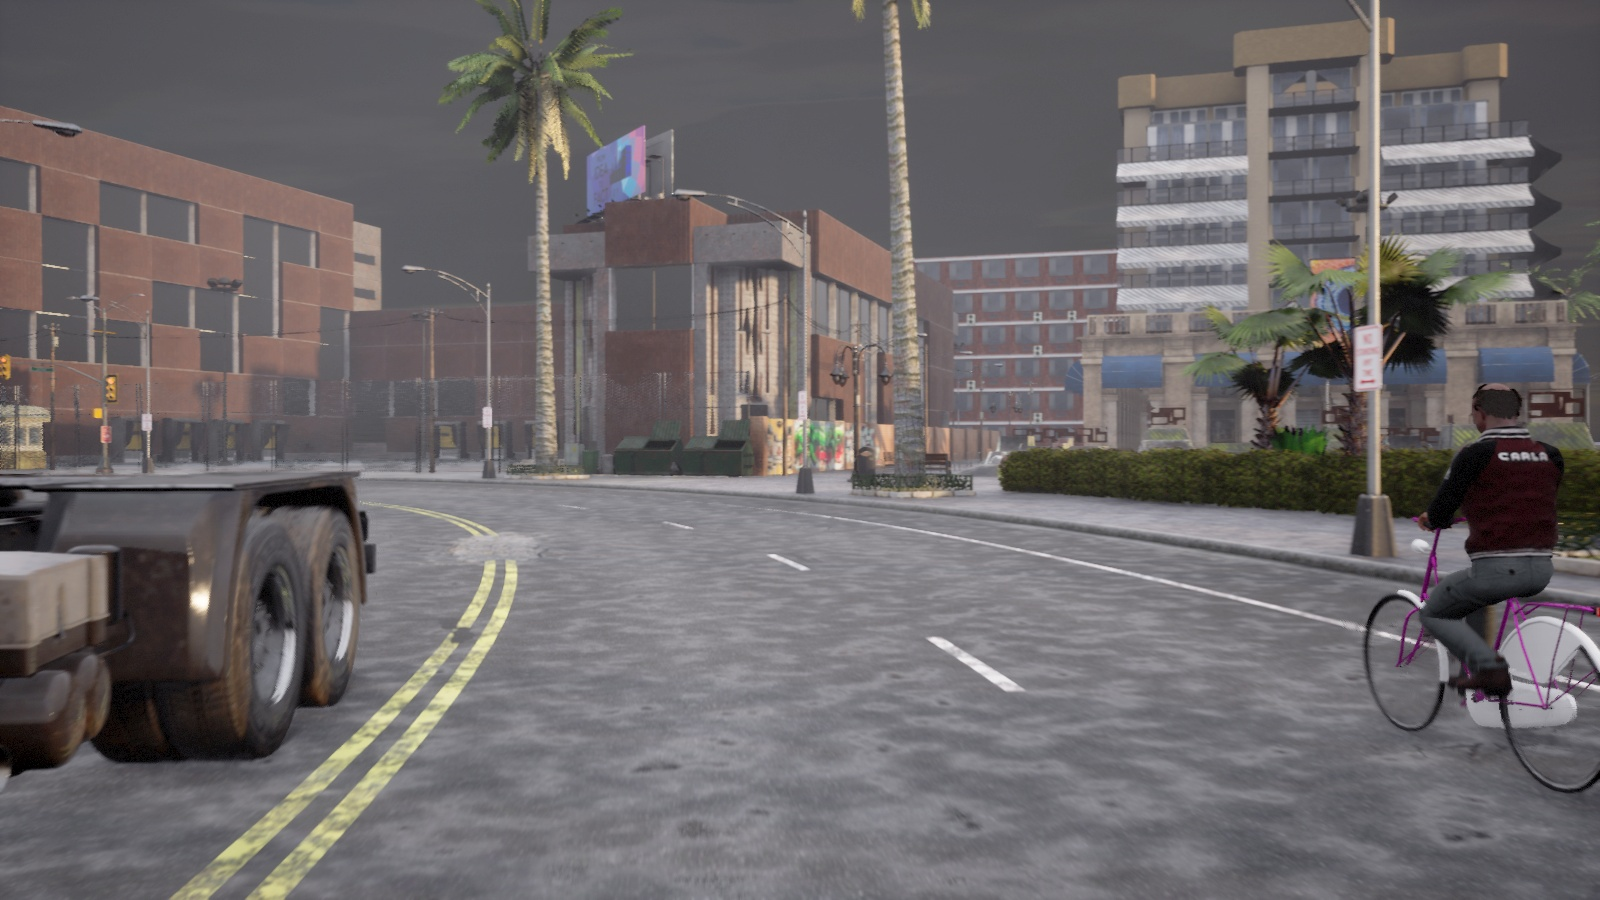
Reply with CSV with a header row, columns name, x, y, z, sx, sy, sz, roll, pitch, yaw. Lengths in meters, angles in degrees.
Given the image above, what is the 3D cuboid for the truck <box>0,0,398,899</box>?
name,x,y,z,sx,sy,sz,roll,pitch,yaw
truck,-3.690,-0.259,4.219,2.891,3.462,7.936,0,0,-6

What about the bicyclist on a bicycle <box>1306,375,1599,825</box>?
name,x,y,z,sx,sy,sz,roll,pitch,yaw
bicyclist on a bicycle,3.150,0.584,5.902,0.659,1.776,1.843,0,1,-5
